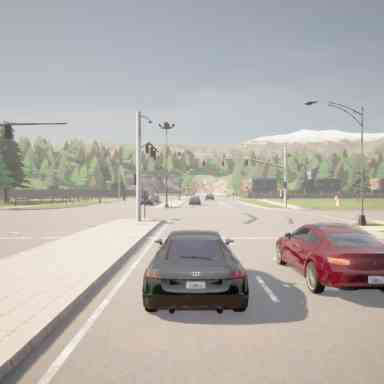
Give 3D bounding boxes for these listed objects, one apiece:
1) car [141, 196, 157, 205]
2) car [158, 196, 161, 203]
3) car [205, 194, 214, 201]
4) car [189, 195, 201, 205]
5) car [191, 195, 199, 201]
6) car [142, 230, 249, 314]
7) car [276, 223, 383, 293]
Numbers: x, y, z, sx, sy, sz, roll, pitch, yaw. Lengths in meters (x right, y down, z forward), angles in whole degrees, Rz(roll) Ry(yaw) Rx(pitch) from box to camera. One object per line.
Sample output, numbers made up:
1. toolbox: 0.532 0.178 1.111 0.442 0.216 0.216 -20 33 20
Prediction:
1. car: -7.577 1.601 56.336 1.895 1.301 4.718 0 0 1
2. car: -7.394 1.504 66.771 1.837 1.490 4.892 0 0 1
3. car: 4.334 1.188 82.059 2.097 1.767 4.553 0 0 1
4. car: 0.491 1.563 56.708 1.994 1.385 4.181 0 0 1
5. car: 0.835 1.428 82.164 1.895 1.301 4.718 0 0 1
6. car: 0.056 1.564 7.704 1.994 1.385 4.181 0 0 0
7. car: 3.554 1.526 8.708 1.812 1.442 4.674 0 0 0
